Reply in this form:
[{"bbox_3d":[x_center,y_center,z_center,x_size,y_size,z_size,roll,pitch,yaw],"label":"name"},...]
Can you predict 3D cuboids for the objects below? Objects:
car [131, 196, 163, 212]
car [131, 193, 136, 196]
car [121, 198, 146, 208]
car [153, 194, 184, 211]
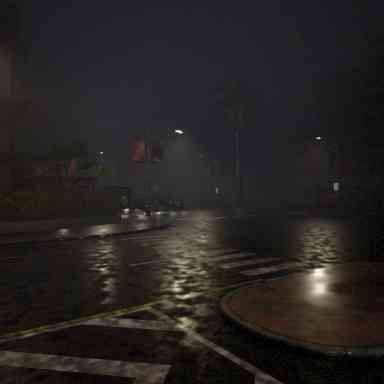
[{"bbox_3d":[-5.643,1.526,39.199,1.812,1.442,4.674,0,0,-35],"label":"car"},{"bbox_3d":[-13.408,1.220,68.461,2.150,2.045,5.566,0,0,-39],"label":"car"},{"bbox_3d":[-8.789,1.601,49.848,1.895,1.301,4.718,0,0,-34],"label":"car"},{"bbox_3d":[-3.198,1.221,41.839,2.150,2.045,5.566,0,0,-35],"label":"car"}]
